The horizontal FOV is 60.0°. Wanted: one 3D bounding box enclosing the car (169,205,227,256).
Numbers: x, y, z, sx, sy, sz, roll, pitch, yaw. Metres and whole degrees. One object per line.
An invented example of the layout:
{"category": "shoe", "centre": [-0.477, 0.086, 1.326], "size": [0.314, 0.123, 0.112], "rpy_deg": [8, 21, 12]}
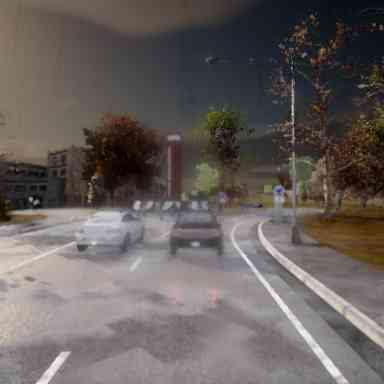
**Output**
{"category": "car", "centre": [0.258, 1.463, 13.020], "size": [2.128, 1.511, 4.902], "rpy_deg": [0, 0, 3]}

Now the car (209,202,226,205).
{"category": "car", "centre": [5.880, 3.050, 76.895], "size": [4.181, 1.385, 1.994], "rpy_deg": [-1, -2, 24]}

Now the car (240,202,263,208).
{"category": "car", "centre": [13.445, 2.974, 75.413], "size": [5.357, 1.411, 2.033], "rpy_deg": [-2, -2, 45]}

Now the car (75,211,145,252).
{"category": "car", "centre": [-3.211, 1.501, 13.667], "size": [1.812, 1.442, 4.674], "rpy_deg": [0, 0, 3]}
